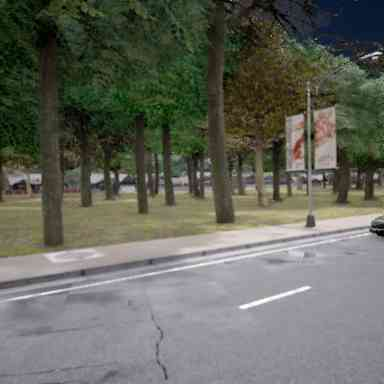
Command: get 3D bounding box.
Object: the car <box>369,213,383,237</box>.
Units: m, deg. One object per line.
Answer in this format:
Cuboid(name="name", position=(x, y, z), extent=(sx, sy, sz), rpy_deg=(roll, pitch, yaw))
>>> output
Cuboid(name="car", position=(10.069, 1.212, 14.836), extent=(5.357, 1.411, 2.033), rpy_deg=(-1, 1, -35))
